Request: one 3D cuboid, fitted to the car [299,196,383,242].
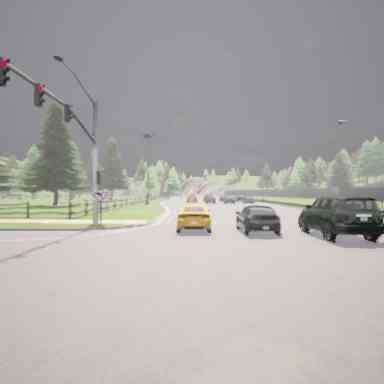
[{"bbox_3d":[7.104,1.211,16.407,2.150,2.045,5.566,0,0,0],"label":"car"}]

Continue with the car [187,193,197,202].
[{"bbox_3d":[0.017,1.218,72.624,2.097,1.767,4.553,0,0,0],"label":"car"}]

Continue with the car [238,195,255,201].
[{"bbox_3d":[10.515,1.508,62.232,2.033,1.411,5.357,0,0,0],"label":"car"}]

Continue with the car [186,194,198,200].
[{"bbox_3d":[0.015,1.312,62.621,2.097,1.767,4.553,0,0,0],"label":"car"}]

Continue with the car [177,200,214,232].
[{"bbox_3d":[0.104,1.465,19.906,1.882,1.535,5.008,0,0,0],"label":"car"}]

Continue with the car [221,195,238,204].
[{"bbox_3d":[7.015,1.485,62.650,1.812,1.442,4.674,0,0,0],"label":"car"}]

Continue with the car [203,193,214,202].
[{"bbox_3d":[3.517,1.218,72.623,2.097,1.767,4.553,0,0,0],"label":"car"}]

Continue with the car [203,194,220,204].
[{"bbox_3d":[3.515,1.452,62.234,2.128,1.511,4.902,0,0,0],"label":"car"}]

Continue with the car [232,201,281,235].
[{"bbox_3d":[3.605,1.493,18.625,1.837,1.490,4.892,0,0,0],"label":"car"}]
